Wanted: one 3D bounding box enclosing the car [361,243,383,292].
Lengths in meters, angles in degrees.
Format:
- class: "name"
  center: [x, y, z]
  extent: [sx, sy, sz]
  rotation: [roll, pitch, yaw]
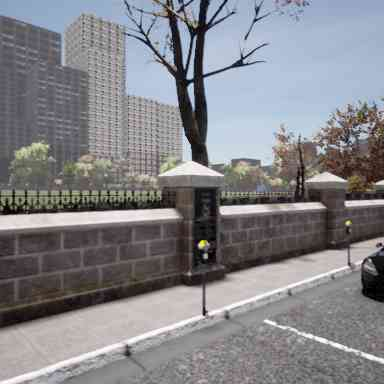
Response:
- class: "car"
  center: [5.656, 1.566, 7.958]
  extent: [4.313, 1.339, 1.947]
  rotation: [0, 0, -42]
